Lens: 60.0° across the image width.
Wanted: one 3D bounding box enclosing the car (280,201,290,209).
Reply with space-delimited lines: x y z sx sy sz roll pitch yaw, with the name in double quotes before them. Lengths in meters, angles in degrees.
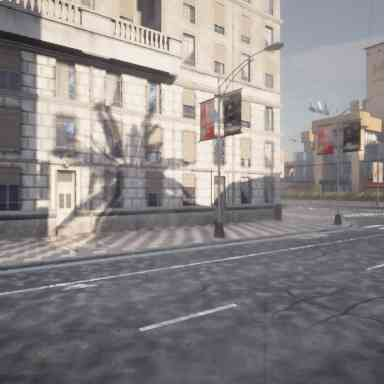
"car" 10.623 1.547 45.178 2.033 1.411 5.357 0 0 -36
